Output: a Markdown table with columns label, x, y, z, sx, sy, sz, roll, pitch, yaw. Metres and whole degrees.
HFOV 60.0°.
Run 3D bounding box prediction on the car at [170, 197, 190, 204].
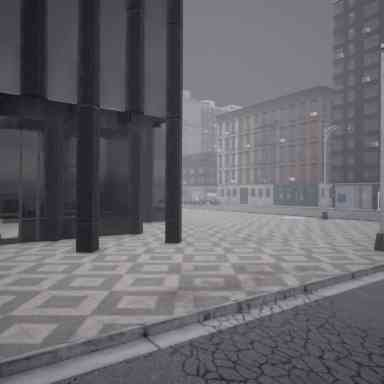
| label | x | y | z | sx | sy | sz | roll | pitch | yaw |
| --- | --- | --- | --- | --- | --- | --- | --- | --- | --- |
| car | -2.491 | 1.712 | 67.928 | 1.994 | 1.385 | 4.181 | 1 | 0 | -35 |

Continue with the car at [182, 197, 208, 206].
| label | x | y | z | sx | sy | sz | roll | pitch | yaw |
| --- | --- | --- | --- | --- | --- | --- | --- | --- | --- |
| car | 0.257 | 1.633 | 58.506 | 1.812 | 1.442 | 4.674 | 1 | 0 | -35 |

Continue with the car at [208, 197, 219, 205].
| label | x | y | z | sx | sy | sz | roll | pitch | yaw |
| --- | --- | --- | --- | --- | --- | --- | --- | --- | --- |
| car | 2.816 | 1.639 | 60.464 | 1.837 | 1.490 | 4.892 | 1 | 0 | -35 |
